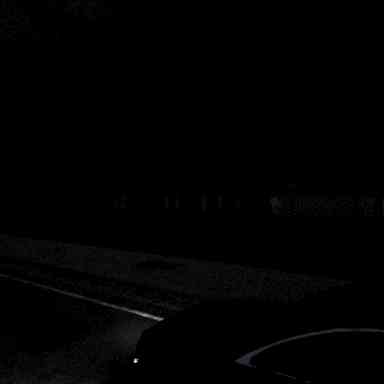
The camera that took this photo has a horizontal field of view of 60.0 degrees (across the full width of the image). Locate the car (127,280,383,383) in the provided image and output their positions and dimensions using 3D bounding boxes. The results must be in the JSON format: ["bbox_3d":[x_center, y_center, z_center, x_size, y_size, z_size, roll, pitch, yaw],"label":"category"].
[{"bbox_3d":[1.617,1.506,2.532,4.892,1.490,1.837,0,0,36],"label":"car"}]
